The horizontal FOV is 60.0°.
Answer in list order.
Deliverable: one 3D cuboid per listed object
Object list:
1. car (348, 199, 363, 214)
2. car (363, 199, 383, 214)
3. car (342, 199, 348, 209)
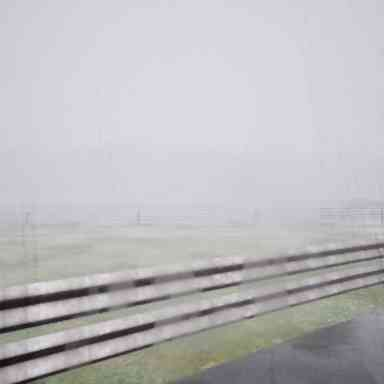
[{"bbox_3d":[19.991,1.710,35.761,5.008,1.535,1.882,-1,0,5],"label":"car"},{"bbox_3d":[19.639,1.615,32.277,4.553,1.767,2.097,-2,0,5],"label":"car"},{"bbox_3d":[20.252,1.550,39.250,4.553,1.767,2.097,-2,0,5],"label":"car"}]
